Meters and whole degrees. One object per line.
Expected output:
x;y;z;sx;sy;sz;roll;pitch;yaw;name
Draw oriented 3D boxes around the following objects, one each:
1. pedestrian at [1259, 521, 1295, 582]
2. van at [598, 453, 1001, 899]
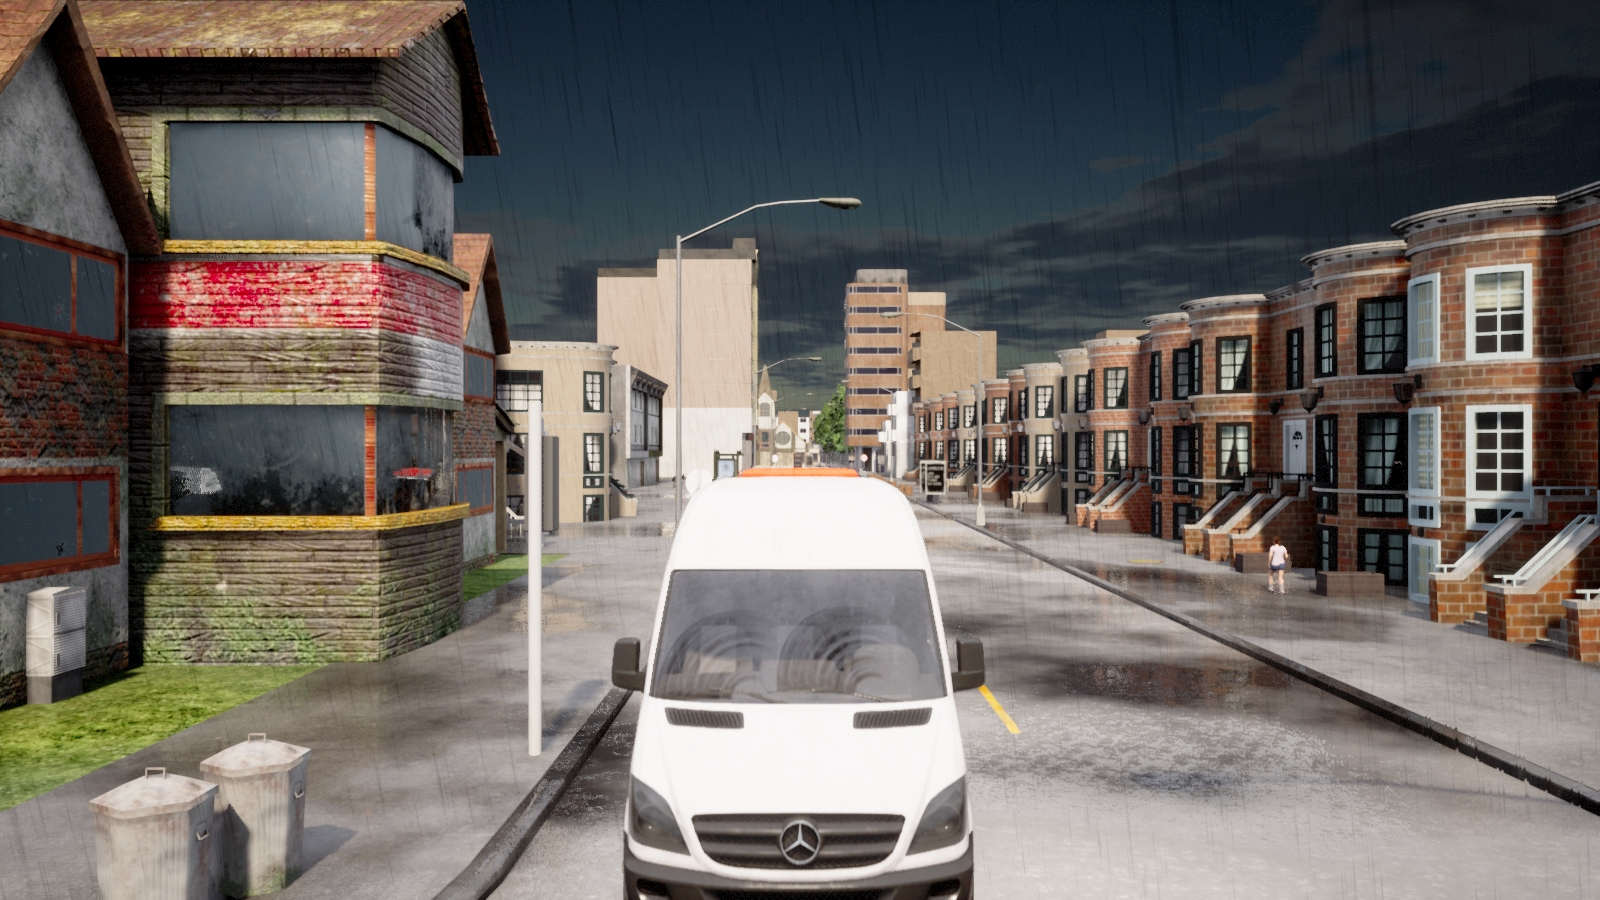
9.006;1.904;21.581;0.500;1.100;0.500;0;0;5;pedestrian
-0.003;1.314;8.594;1.988;2.561;5.915;0;0;0;van
